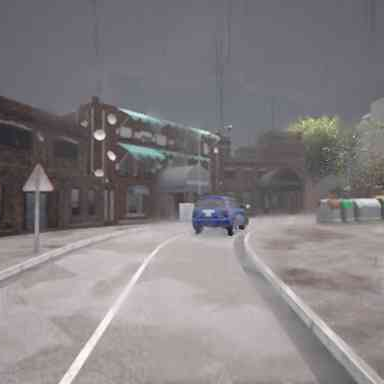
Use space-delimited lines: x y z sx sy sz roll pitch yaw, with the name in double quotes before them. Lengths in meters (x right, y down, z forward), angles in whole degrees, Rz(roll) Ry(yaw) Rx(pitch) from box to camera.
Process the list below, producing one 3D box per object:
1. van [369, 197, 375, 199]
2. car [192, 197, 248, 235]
"van" 23.754 1.488 40.591 1.878 1.987 4.442 -3 -2 -12
"car" 1.769 1.311 19.639 2.150 2.045 5.566 -2 -2 20
